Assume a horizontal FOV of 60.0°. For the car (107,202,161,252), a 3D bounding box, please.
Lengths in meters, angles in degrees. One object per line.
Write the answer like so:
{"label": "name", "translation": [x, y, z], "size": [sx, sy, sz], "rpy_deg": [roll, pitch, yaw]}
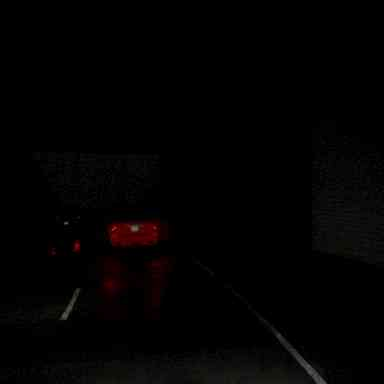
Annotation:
{"label": "car", "translation": [-2.657, 1.440, 14.721], "size": [2.097, 1.767, 4.553], "rpy_deg": [0, 0, -13]}

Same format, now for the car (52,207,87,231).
{"label": "car", "translation": [-8.014, 1.680, 21.900], "size": [1.812, 1.442, 4.674], "rpy_deg": [0, 0, -14]}

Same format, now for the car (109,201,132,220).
{"label": "car", "translation": [-6.839, 1.671, 31.352], "size": [1.882, 1.535, 5.008], "rpy_deg": [0, 0, -14]}
